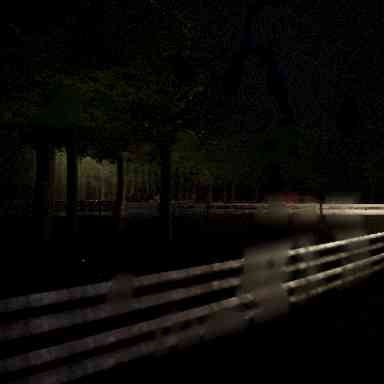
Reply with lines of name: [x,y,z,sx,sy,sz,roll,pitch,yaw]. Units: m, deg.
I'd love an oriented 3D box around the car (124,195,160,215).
car: [-4.970,1.403,36.315,5.566,2.045,2.150,0,-1,4]

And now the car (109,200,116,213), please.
car: [-7.647,1.674,40.026,4.553,1.767,2.097,0,-1,4]

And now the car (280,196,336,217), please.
car: [12.131,1.472,34.995,5.566,2.045,2.150,0,-1,4]
